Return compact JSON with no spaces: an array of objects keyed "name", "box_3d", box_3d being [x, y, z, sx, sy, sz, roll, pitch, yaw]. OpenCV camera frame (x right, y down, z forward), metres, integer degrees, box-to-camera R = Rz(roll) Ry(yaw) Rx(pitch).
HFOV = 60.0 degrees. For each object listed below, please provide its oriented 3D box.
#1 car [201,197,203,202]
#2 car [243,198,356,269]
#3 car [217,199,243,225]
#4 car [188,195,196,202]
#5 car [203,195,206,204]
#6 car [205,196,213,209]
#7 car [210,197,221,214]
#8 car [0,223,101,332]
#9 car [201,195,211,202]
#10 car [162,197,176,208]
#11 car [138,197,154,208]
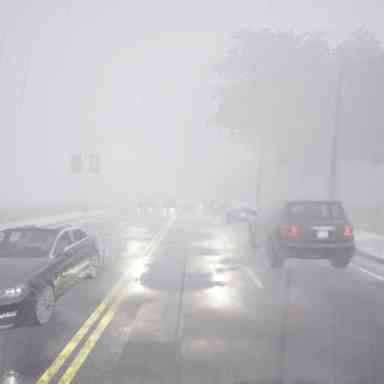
[{"name":"car","box_3d":[3.232,1.599,67.786,2.163,1.488,4.792,0,0,0]},{"name":"car","box_3d":[3.348,1.196,11.240,2.150,2.045,5.566,0,0,0]},{"name":"car","box_3d":[3.244,1.475,23.775,2.163,1.488,4.792,0,0,0]},{"name":"car","box_3d":[-0.023,1.767,87.691,2.128,1.511,4.902,0,-1,0]},{"name":"car","box_3d":[3.235,1.500,56.943,1.801,1.575,5.366,0,0,0]},{"name":"car","box_3d":[3.238,1.485,45.750,1.882,1.535,5.008,0,0,0]},{"name":"car","box_3d":[3.241,1.507,34.747,1.812,1.442,4.674,0,0,0]},{"name":"car","box_3d":[-3.353,1.475,7.052,2.128,1.511,4.902,0,0,0]},{"name":"car","box_3d":[3.229,1.605,78.762,2.033,1.649,4.856,0,0,0]},{"name":"car","box_3d":[-3.339,1.508,49.179,2.128,1.511,4.902,0,0,0]},{"name":"car","box_3d":[-6.591,1.491,47.877,1.882,1.535,5.008,0,0,0]}]
